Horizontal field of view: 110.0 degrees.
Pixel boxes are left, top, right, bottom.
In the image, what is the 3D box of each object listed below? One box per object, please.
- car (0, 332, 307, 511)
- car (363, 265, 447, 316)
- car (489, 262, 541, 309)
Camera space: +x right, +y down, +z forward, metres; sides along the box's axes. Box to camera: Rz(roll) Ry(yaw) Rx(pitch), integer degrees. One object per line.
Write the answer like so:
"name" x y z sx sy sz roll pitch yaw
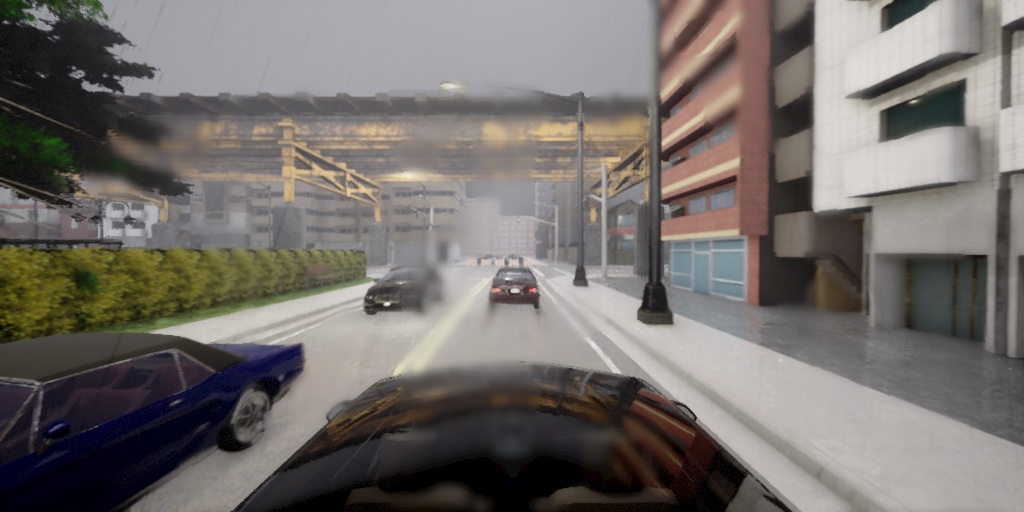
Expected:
"car" -3.566 1.342 2.336 1.895 1.301 4.718 0 1 0
"car" -3.568 1.102 12.728 1.837 1.490 4.892 0 1 0
"car" 0.097 1.127 13.968 2.033 1.411 5.357 0 1 0
